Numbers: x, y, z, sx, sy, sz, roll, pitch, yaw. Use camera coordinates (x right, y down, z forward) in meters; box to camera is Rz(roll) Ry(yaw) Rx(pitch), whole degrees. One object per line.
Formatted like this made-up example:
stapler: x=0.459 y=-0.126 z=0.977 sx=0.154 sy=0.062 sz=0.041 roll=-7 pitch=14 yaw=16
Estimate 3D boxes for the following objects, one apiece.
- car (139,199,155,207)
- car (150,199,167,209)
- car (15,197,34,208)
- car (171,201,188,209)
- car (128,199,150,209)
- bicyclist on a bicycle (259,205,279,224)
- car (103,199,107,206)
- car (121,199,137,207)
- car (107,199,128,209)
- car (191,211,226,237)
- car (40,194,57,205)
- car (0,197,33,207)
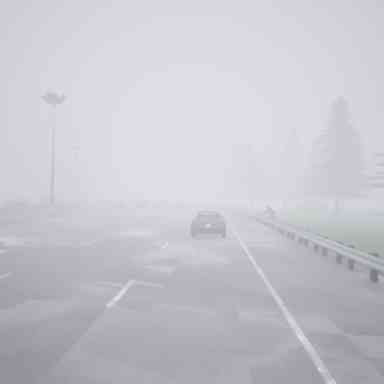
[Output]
car: x=-8.992 y=2.071 z=65.756 sx=1.812 sy=1.442 sz=4.674 roll=1 pitch=-1 yaw=-26
car: x=-5.535 y=1.993 z=55.954 sx=2.128 sy=1.511 sz=4.902 roll=1 pitch=-1 yaw=-18
car: x=-26.489 y=1.602 z=52.771 sx=1.882 sy=1.535 sz=5.008 roll=1 pitch=-1 yaw=-19
car: x=-2.306 y=2.172 z=57.368 sx=1.895 sy=1.301 sz=4.718 roll=1 pitch=-1 yaw=-18
car: x=-8.776 y=1.910 z=54.567 sx=1.882 sy=1.535 sz=5.008 roll=1 pitch=-1 yaw=-18
bicyclist on a bicycle: x=6.377 y=1.888 z=27.495 sx=1.656 sy=1.620 sz=0.582 roll=4 pitch=0 yaw=3
car: x=-15.458 y=1.976 z=63.076 sx=2.033 sy=1.411 sz=5.357 roll=1 pitch=-1 yaw=-26
car: x=-12.240 y=2.100 z=64.442 sx=1.895 sy=1.301 sz=4.718 roll=1 pitch=-1 yaw=-26
car: x=-11.958 y=1.909 z=53.018 sx=2.033 sy=1.411 sz=5.357 roll=1 pitch=-1 yaw=-18
car: x=0.991 y=1.793 z=19.863 sx=1.994 sy=1.385 sz=4.181 roll=1 pitch=-1 yaw=3
car: x=-23.176 y=1.398 z=53.919 sx=2.150 sy=2.045 sz=5.566 roll=1 pitch=-1 yaw=-19
car: x=-20.005 y=1.605 z=37.104 sx=2.033 sy=1.411 sz=5.357 roll=1 pitch=-1 yaw=-4
